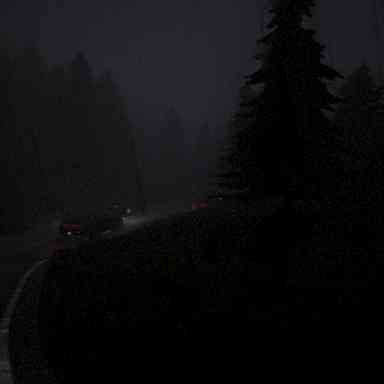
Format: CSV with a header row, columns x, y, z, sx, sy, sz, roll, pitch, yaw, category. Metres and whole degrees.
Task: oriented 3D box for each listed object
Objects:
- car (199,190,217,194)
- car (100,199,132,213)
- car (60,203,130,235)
x,y,z,sx,sy,sz,roll,pitch,yaw,category
1.813,0.385,41.966,1.812,1.442,4.674,0,4,24,car
-6.945,1.403,28.550,1.837,1.490,4.892,0,4,20,car
-6.109,1.887,20.643,2.128,1.511,4.902,0,4,16,car
